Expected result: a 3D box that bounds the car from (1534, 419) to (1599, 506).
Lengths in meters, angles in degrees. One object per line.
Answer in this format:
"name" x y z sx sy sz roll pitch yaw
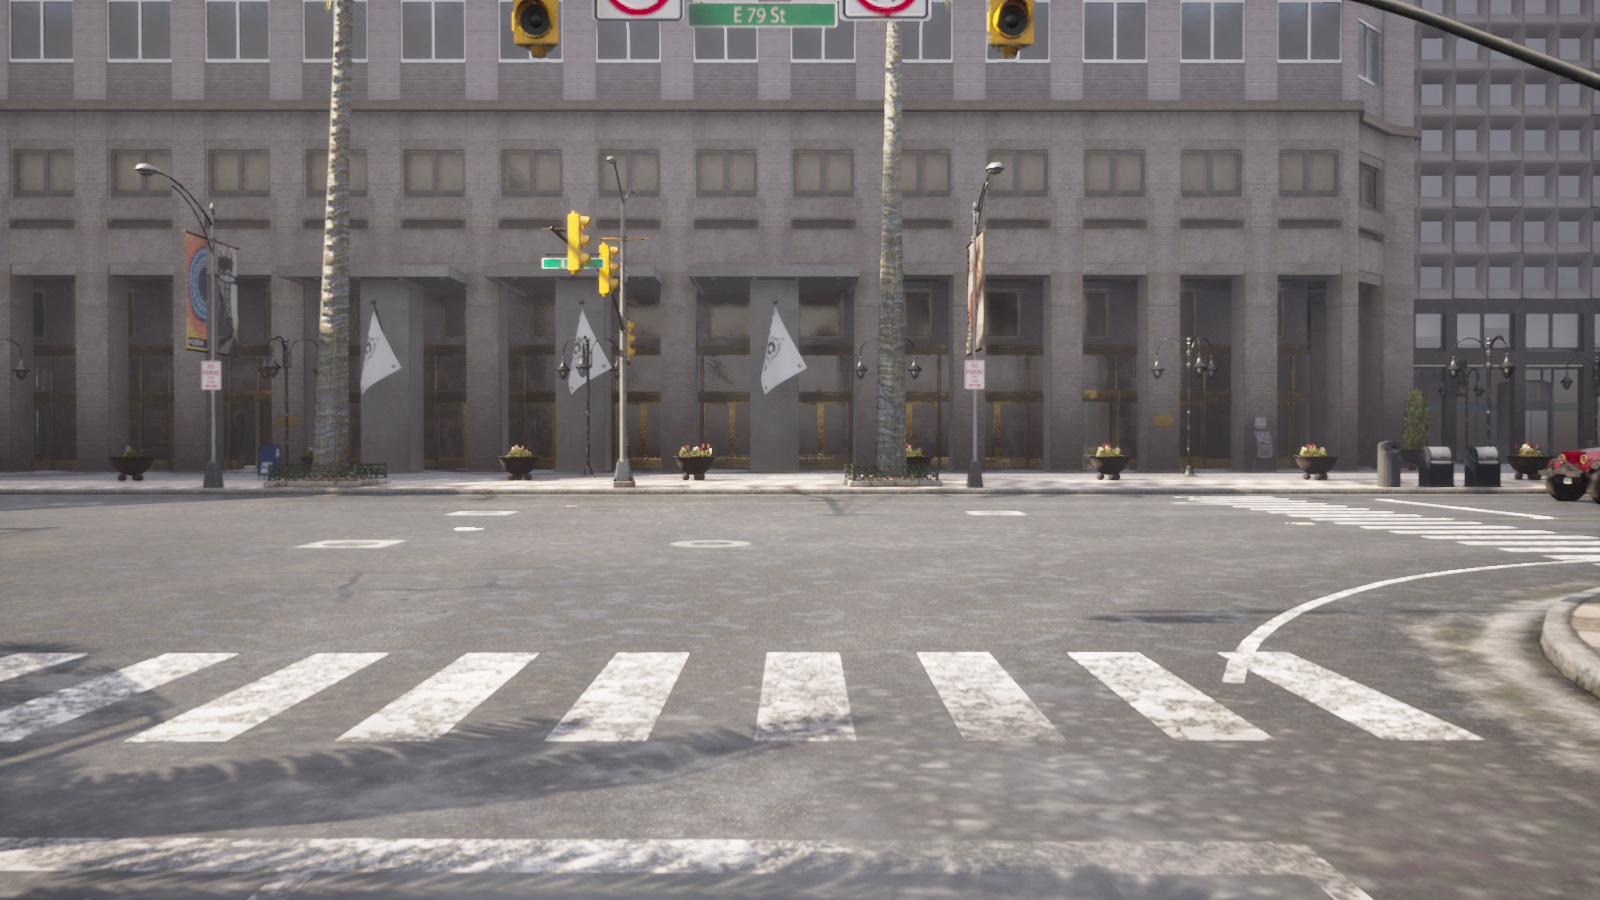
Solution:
"car" 18.753 0.259 27.800 3.866 1.878 1.905 0 1 1
